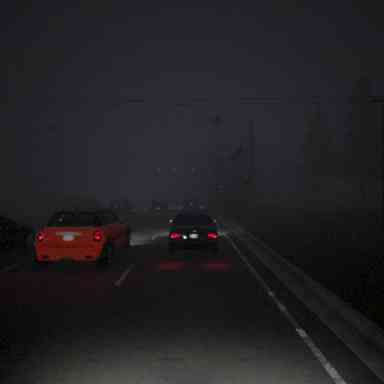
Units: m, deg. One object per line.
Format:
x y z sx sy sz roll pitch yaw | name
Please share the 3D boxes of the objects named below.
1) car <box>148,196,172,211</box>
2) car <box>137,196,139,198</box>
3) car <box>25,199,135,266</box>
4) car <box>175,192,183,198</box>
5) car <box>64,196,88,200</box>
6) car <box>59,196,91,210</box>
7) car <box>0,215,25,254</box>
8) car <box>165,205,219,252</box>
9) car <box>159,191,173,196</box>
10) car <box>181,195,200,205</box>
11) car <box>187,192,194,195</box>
-3.552 1.389 36.900 1.895 1.301 4.718 0 0 0 | car
-7.038 1.355 33.383 2.033 1.411 5.357 0 0 0 | car
-3.448 1.286 11.385 2.097 1.767 4.553 0 0 0 | car
-3.899 0.954 95.497 1.837 1.490 4.892 0 0 0 | car
-10.538 1.354 33.381 2.033 1.411 5.357 0 0 0 | car
-14.066 1.259 40.213 2.128 1.511 4.902 0 0 0 | car
-6.945 1.440 10.927 1.837 1.490 4.892 0 0 0 | car
0.045 1.470 13.371 2.033 1.411 5.357 0 0 0 | car
-7.398 0.995 95.291 2.033 1.411 5.357 0 0 0 | car
-0.063 1.336 39.855 1.994 1.385 4.181 0 0 0 | car
-0.399 1.049 95.598 1.895 1.301 4.718 0 0 0 | car
